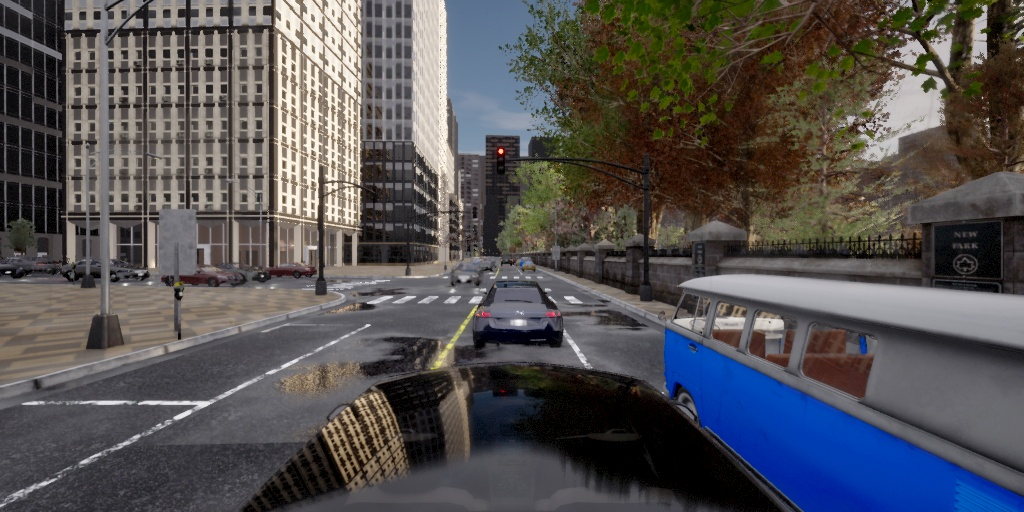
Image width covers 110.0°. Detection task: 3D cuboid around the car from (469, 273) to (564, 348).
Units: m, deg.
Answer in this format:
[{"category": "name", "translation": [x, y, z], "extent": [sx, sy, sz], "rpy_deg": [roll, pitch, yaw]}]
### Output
[{"category": "car", "translation": [0.101, 1.313, 9.238], "extent": [1.994, 1.385, 4.181], "rpy_deg": [0, 0, -1]}]

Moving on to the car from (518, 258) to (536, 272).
[{"category": "car", "translation": [2.134, 1.259, 46.376], "extent": [1.751, 1.417, 4.829], "rpy_deg": [0, 0, -1]}]

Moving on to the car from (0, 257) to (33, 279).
[{"category": "car", "translation": [-36.453, 0.916, 24.625], "extent": [4.181, 1.385, 1.994], "rpy_deg": [1, 0, 2]}]

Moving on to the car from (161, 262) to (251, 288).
[{"category": "car", "translation": [-18.150, 1.149, 21.011], "extent": [4.207, 1.307, 1.802], "rpy_deg": [0, 0, 4]}]

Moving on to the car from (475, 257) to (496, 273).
[{"category": "car", "translation": [-3.243, 1.242, 44.140], "extent": [1.837, 1.490, 4.892], "rpy_deg": [0, -1, -1]}]

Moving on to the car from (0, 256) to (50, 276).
[{"category": "car", "translation": [-37.939, 0.819, 27.649], "extent": [4.902, 1.511, 2.128], "rpy_deg": [1, 0, 3]}]

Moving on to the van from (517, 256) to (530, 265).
[{"category": "van", "translation": [2.012, 1.071, 51.749], "extent": [1.690, 1.789, 3.998], "rpy_deg": [0, 0, -1]}]

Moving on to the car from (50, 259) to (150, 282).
[{"category": "car", "translation": [-27.258, 0.948, 24.125], "extent": [4.902, 1.511, 2.128], "rpy_deg": [1, 0, 3]}]

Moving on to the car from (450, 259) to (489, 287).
[{"category": "car", "translation": [-2.934, 1.209, 24.134], "extent": [2.128, 1.511, 4.902], "rpy_deg": [0, 0, -1]}]

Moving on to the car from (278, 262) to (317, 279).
[{"category": "car", "translation": [-18.083, 1.127, 29.125], "extent": [4.207, 1.307, 1.802], "rpy_deg": [0, 0, 4]}]

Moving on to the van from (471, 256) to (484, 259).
[{"category": "van", "translation": [-6.305, 1.063, 62.501], "extent": [1.690, 1.789, 3.998], "rpy_deg": [0, 0, -2]}]

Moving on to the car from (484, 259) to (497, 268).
[{"category": "car", "translation": [-3.613, 1.289, 60.120], "extent": [1.994, 1.385, 4.181], "rpy_deg": [0, 0, -2]}]

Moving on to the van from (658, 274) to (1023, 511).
[{"category": "van", "translation": [2.568, 1.091, 2.657], "extent": [1.690, 1.789, 3.998], "rpy_deg": [0, 0, 0]}]

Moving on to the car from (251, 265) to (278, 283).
[{"category": "car", "translation": [-18.276, 1.123, 23.559], "extent": [4.181, 1.385, 1.994], "rpy_deg": [1, 0, 4]}]
